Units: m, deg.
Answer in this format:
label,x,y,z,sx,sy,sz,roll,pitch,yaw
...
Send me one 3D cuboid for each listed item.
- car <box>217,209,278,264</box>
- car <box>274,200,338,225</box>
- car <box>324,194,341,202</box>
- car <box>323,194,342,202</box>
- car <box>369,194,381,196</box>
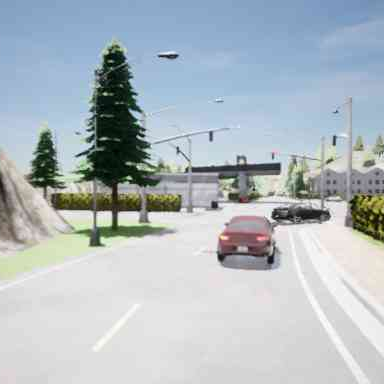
label,x,y,z,sx,sy,sz,roll,pitch,yaw
car,2.072,1.560,12.089,1.812,1.442,4.674,0,-1,15
car,8.271,1.577,25.085,4.902,1.511,2.128,0,-1,-28
car,32.446,1.649,77.079,3.806,1.475,1.970,0,0,14
car,33.879,1.377,80.141,3.866,1.878,1.905,0,0,14
car,40.660,1.414,74.972,4.605,1.855,1.932,0,0,14
